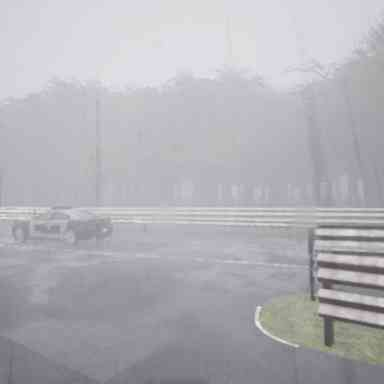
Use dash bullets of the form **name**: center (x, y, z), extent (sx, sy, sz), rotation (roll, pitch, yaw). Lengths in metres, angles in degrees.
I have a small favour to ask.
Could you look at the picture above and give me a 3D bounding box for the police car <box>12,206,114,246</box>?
- **police car**: center (-6.045, 1.460, 15.211), extent (5.238, 1.638, 1.930), rotation (-1, -1, 25)
